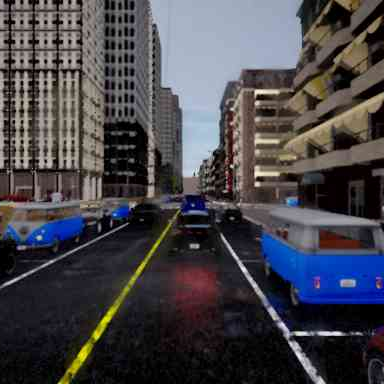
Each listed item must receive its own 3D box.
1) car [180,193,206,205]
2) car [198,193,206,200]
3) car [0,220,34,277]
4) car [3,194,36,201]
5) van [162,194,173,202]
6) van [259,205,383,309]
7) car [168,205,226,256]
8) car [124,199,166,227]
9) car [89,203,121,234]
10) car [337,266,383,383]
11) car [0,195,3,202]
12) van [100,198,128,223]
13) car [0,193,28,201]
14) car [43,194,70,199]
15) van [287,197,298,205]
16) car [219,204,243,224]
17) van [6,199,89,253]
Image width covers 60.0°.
[{"bbox_3d":[0.095,1.202,30.196,2.150,2.045,5.566,0,0,0],"label":"car"},{"bbox_3d":[2.682,1.293,90.607,2.192,1.841,5.009,0,0,0],"label":"car"},{"bbox_3d":[-5.690,1.560,7.586,1.947,1.339,4.313,0,0,0],"label":"car"},{"bbox_3d":[-26.712,1.077,52.242,4.206,1.307,1.802,1,-1,0],"label":"car"},{"bbox_3d":[-5.697,1.315,73.952,1.690,1.788,3.998,0,0,0],"label":"van"},{"bbox_3d":[2.690,1.335,7.586,1.690,1.788,3.998,0,0,0],"label":"van"},{"bbox_3d":[0.091,1.495,13.106,1.837,1.490,4.892,0,0,0],"label":"car"},{"bbox_3d":[-3.100,1.462,23.047,1.882,1.535,5.008,0,0,0],"label":"car"},{"bbox_3d":[-5.691,1.538,18.883,2.008,1.369,4.403,0,0,0],"label":"car"},{"bbox_3d":[2.690,1.580,1.938,1.802,1.307,4.206,0,0,0],"label":"car"},{"bbox_3d":[-32.281,0.702,52.234,5.009,1.841,2.192,1,-1,0],"label":"car"},{"bbox_3d":[-5.692,1.325,24.531,1.690,1.788,3.998,0,0,0],"label":"van"},{"bbox_3d":[-32.367,0.953,60.609,4.206,1.307,1.802,1,-1,0],"label":"car"},{"bbox_3d":[-21.135,1.043,52.258,4.097,1.590,1.967,1,-1,0],"label":"car"},{"bbox_3d":[16.926,1.679,52.212,3.998,1.788,1.690,1,-1,0],"label":"van"},{"bbox_3d":[2.689,1.535,24.532,2.008,1.369,4.403,0,0,0],"label":"car"},{"bbox_3d":[-5.692,1.331,13.234,1.690,1.788,3.998,0,0,0],"label":"van"}]
